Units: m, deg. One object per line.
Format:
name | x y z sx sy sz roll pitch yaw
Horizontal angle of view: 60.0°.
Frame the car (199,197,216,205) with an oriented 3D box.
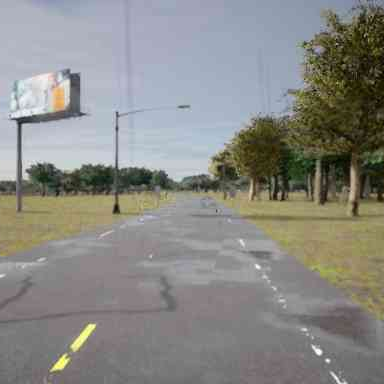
car | 1.453 1.132 31.075 2.033 1.411 5.357 0 0 3
